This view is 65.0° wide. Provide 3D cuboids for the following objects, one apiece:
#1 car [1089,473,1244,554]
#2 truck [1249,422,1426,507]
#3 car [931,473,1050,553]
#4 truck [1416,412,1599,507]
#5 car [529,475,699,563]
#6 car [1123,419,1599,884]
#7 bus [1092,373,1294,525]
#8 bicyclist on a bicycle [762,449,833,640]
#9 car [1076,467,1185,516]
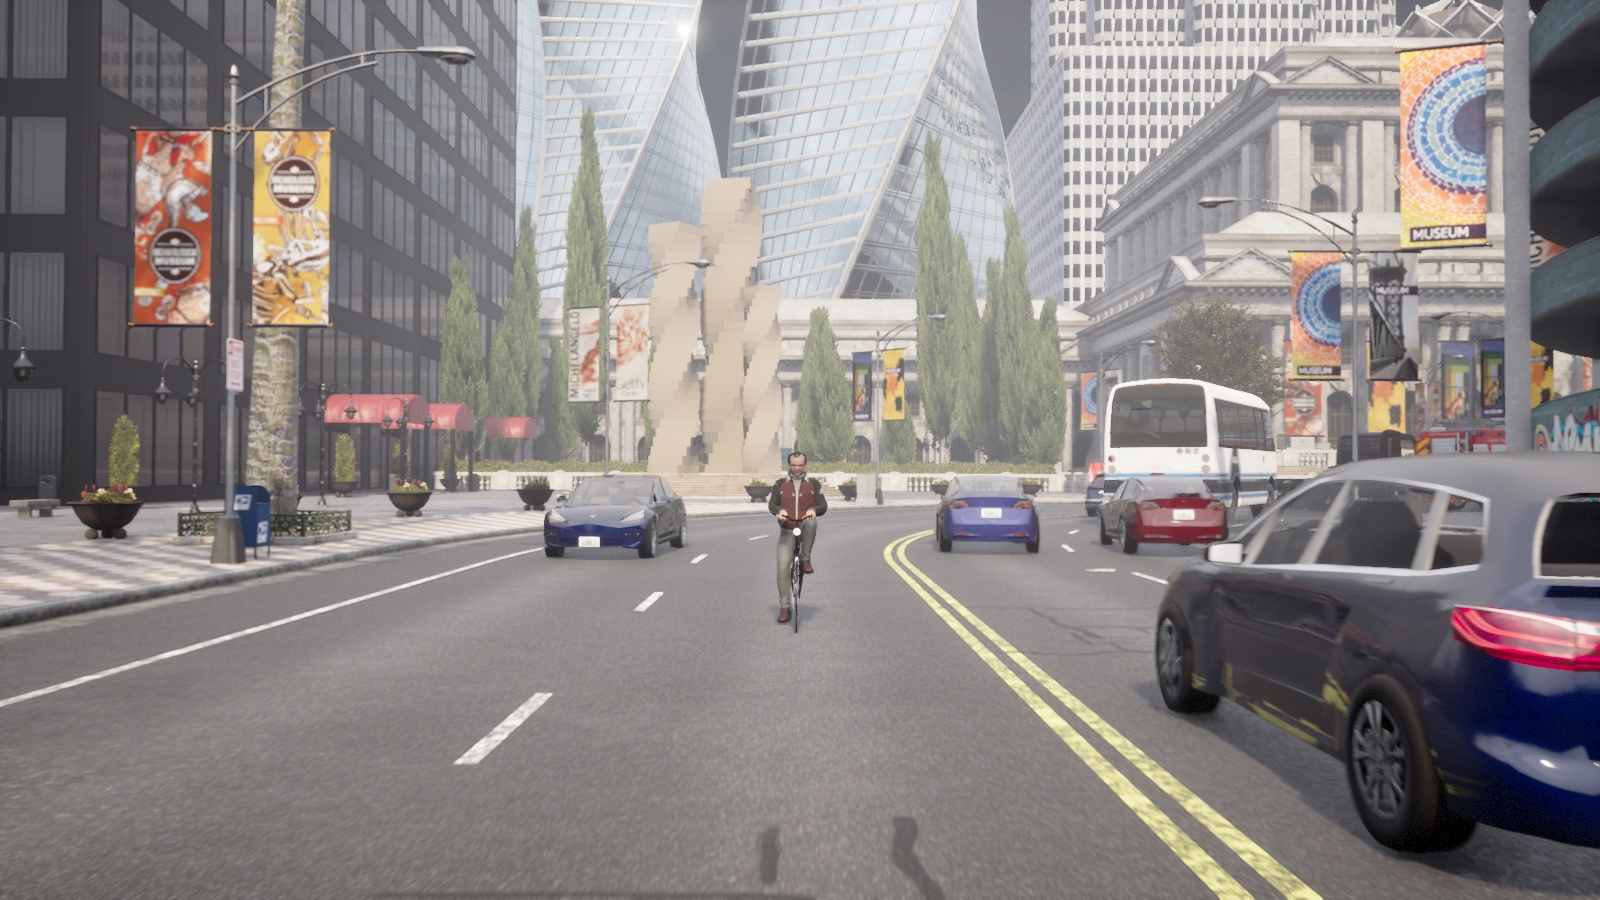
[{"bbox_3d":[7.314,1.214,25.605,2.163,1.488,4.792,0,-1,6],"label":"car"},{"bbox_3d":[23.334,0.650,54.383,7.936,3.462,2.891,0,-1,-31],"label":"truck"},{"bbox_3d":[3.835,1.235,26.050,2.163,1.488,4.792,0,-1,6],"label":"car"},{"bbox_3d":[30.742,0.426,53.730,8.468,3.827,2.891,0,-1,-22],"label":"truck"},{"bbox_3d":[-3.397,1.229,23.936,2.163,1.488,4.792,0,-1,5],"label":"car"},{"bbox_3d":[3.483,0.759,6.833,2.242,1.667,4.611,0,-1,0],"label":"car"},{"bbox_3d":[13.013,0.067,40.663,3.944,4.253,10.273,-1,-1,31],"label":"bus"},{"bbox_3d":[-0.026,0.897,12.636,0.659,1.776,1.843,0,-1,0],"label":"bicyclist on a bicycle"},{"bbox_3d":[11.850,1.447,44.806,2.033,1.649,4.856,-1,-1,37],"label":"car"}]
